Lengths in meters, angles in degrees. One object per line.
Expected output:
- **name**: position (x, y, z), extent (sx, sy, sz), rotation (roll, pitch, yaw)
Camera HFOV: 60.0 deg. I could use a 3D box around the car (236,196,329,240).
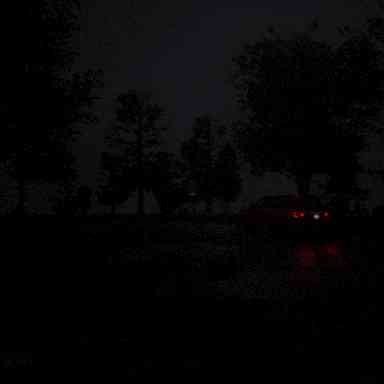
- **car**: position (4.493, 1.211, 17.373), extent (2.150, 2.045, 5.566), rotation (0, -1, -24)
